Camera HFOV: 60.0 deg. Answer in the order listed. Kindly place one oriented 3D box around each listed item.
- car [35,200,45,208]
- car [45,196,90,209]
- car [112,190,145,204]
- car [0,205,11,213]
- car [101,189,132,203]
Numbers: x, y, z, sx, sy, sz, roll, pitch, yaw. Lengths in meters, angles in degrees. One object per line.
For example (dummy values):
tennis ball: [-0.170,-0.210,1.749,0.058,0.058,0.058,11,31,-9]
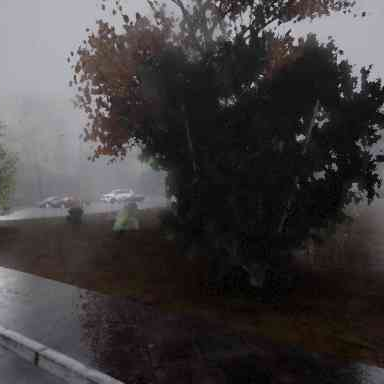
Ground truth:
car: [-18.357,1.350,44.451,1.837,1.490,4.892,0,2,39]
car: [-15.501,1.306,42.418,1.882,1.535,5.008,0,2,39]
car: [-9.172,0.965,50.284,1.812,1.442,4.674,0,3,39]
car: [-21.715,1.646,34.685,1.895,1.301,4.718,0,1,39]
car: [-11.723,0.658,52.688,2.150,2.045,5.566,0,3,39]
